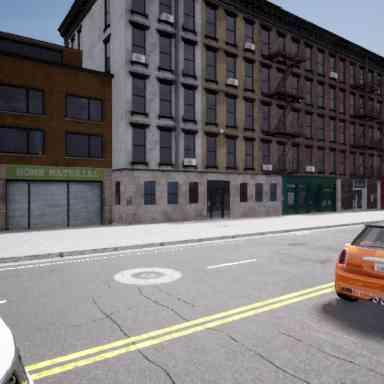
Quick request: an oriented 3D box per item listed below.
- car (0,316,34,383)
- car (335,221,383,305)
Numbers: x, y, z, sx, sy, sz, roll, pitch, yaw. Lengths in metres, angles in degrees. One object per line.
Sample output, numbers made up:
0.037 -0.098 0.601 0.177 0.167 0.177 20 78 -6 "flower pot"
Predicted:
-3.481 1.222 0.970 5.566 2.045 2.150 0 0 -36 "car"
5.088 1.352 7.034 4.553 1.767 2.097 0 0 -35 "car"
